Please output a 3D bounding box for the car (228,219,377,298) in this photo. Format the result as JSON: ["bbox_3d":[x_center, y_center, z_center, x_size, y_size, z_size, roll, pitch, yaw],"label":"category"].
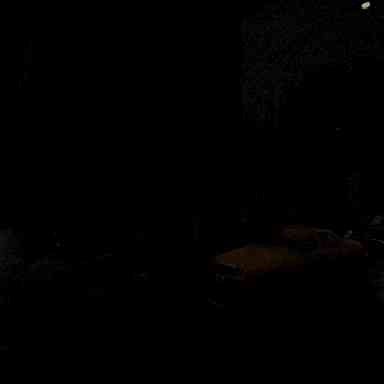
[{"bbox_3d":[2.549,1.526,8.481,4.829,1.417,1.752,0,0,-36],"label":"car"}]

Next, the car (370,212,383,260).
[{"bbox_3d":[7.109,1.441,11.745,4.097,1.590,1.967,0,0,-36],"label":"car"}]

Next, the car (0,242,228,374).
[{"bbox_3d":[-1.734,1.566,5.415,4.313,1.339,1.947,0,0,-36],"label":"car"}]
